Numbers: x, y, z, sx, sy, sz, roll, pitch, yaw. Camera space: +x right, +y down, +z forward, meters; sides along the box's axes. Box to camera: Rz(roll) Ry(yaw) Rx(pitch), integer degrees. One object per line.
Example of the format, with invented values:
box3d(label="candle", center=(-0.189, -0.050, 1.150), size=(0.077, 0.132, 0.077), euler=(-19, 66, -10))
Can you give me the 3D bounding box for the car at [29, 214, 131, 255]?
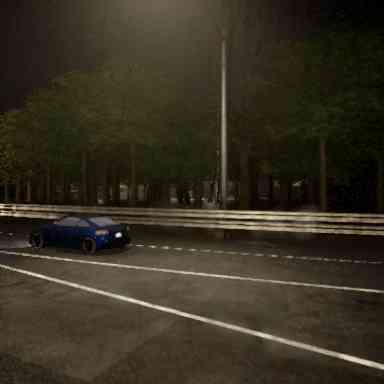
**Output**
box3d(label="car", center=(-4.528, 1.588, 13.389), size=(4.181, 1.385, 1.994), euler=(0, 0, 27))
